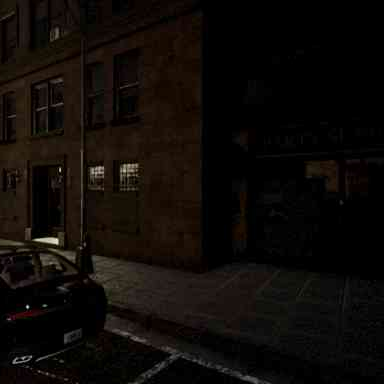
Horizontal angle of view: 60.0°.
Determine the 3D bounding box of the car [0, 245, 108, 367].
[{"bbox_3d":[-3.248,1.551,5.410,4.403,1.369,2.008,0,0,36],"label":"car"}]
